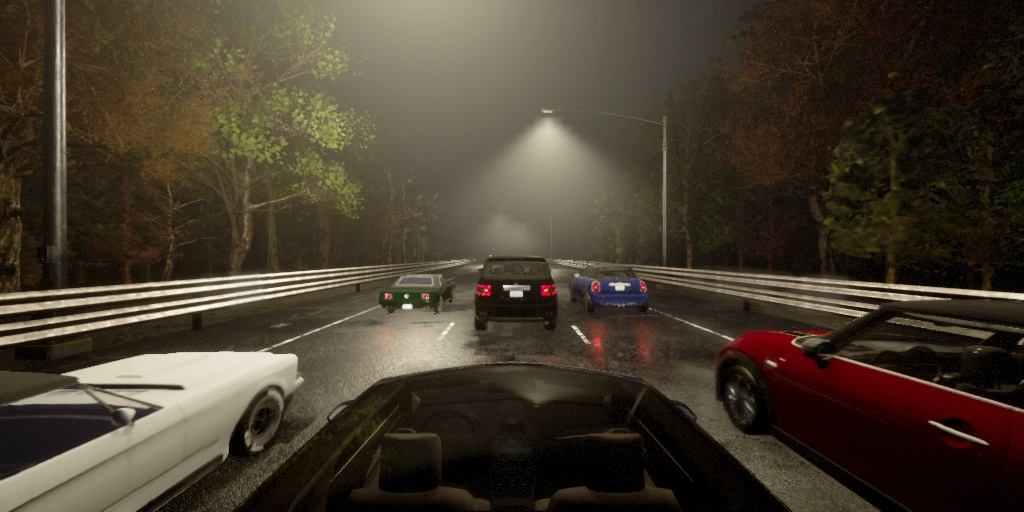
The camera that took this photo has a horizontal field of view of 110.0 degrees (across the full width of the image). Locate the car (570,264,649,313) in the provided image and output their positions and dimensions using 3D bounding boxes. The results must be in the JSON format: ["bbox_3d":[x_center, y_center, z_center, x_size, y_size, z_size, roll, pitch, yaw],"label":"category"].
[{"bbox_3d":[3.599,1.097,14.103,2.097,1.767,4.553,0,0,0],"label":"car"}]

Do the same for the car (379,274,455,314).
[{"bbox_3d":[-3.404,1.347,13.849,1.895,1.301,4.718,0,0,0],"label":"car"}]

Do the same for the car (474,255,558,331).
[{"bbox_3d":[0.100,0.972,11.128,2.150,2.045,5.566,0,0,0],"label":"car"}]

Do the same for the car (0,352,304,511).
[{"bbox_3d":[-3.401,1.351,2.108,1.895,1.301,4.718,0,0,0],"label":"car"}]

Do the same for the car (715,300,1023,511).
[{"bbox_3d":[3.595,1.101,2.637,2.097,1.767,4.553,0,0,0],"label":"car"}]
